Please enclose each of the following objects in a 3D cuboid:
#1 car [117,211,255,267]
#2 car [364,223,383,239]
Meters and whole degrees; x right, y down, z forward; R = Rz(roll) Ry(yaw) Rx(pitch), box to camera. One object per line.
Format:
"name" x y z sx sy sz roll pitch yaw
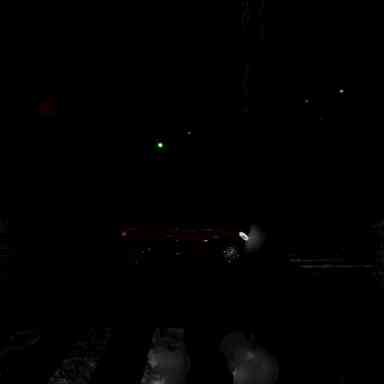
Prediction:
"car" -0.190 1.482 11.512 4.553 1.767 2.097 -1 -1 0
"car" 11.623 1.772 17.328 4.829 1.417 1.752 0 -2 0
